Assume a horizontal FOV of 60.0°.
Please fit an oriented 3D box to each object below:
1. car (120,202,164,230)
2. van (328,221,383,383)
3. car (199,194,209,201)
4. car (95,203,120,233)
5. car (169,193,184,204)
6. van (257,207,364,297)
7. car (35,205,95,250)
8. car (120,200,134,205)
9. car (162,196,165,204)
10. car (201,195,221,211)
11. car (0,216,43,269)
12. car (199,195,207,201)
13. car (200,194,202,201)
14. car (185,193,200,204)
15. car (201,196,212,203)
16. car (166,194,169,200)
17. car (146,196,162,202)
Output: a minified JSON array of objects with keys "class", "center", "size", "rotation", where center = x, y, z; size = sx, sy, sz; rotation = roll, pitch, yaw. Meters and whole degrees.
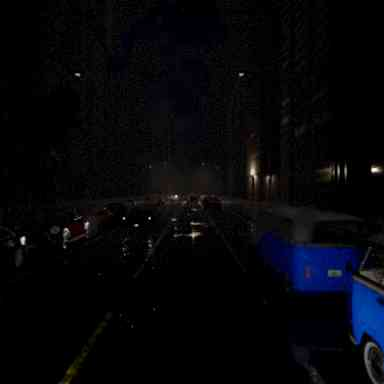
[{"class":"car","center":[-3.105,1.552,20.845],"size":[1.895,1.301,4.718],"rotation":[0,0,0]},{"class":"van","center":[2.762,1.335,2.602],"size":[1.690,1.788,3.998],"rotation":[0,0,0]},{"class":"car","center":[2.746,1.287,76.411],"size":[1.967,1.590,4.097],"rotation":[0,0,0]},{"class":"car","center":[-5.767,1.480,19.460],"size":[1.752,1.417,4.829],"rotation":[0,0,0]},{"class":"car","center":[-3.041,1.416,62.298],"size":[2.033,1.411,5.357],"rotation":[0,0,1]},{"class":"van","center":[2.761,1.322,8.280],"size":[1.690,1.788,3.998],"rotation":[0,0,0]},{"class":"car","center":[-5.765,1.408,13.953],"size":[1.967,1.590,4.097],"rotation":[0,0,0]},{"class":"car","center":[-5.768,1.507,25.308],"size":[1.947,1.339,4.313],"rotation":[0,0,0]},{"class":"car","center":[-5.774,1.428,53.694],"size":[1.887,1.381,4.507],"rotation":[0,0,0]},{"class":"car","center":[2.352,1.388,39.197],"size":[1.882,1.535,5.008],"rotation":[0,0,0]},{"class":"car","center":[-5.764,1.531,8.276],"size":[2.008,1.369,4.403],"rotation":[0,0,0]},{"class":"car","center":[2.745,1.404,82.089],"size":[1.947,1.339,4.313],"rotation":[0,0,0]},{"class":"car","center":[2.750,1.313,59.378],"size":[1.967,1.590,4.097],"rotation":[0,0,0]},{"class":"car","center":[-0.012,1.381,57.952],"size":[1.837,1.490,4.892],"rotation":[0,0,0]},{"class":"car","center":[2.748,1.430,65.056],"size":[1.947,1.339,4.313],"rotation":[0,0,0]},{"class":"car","center":[-5.775,1.439,59.372],"size":[1.947,1.339,4.313],"rotation":[0,0,0]},{"class":"car","center":[-5.773,1.419,47.847],"size":[1.752,1.417,4.829],"rotation":[0,0,0]}]
